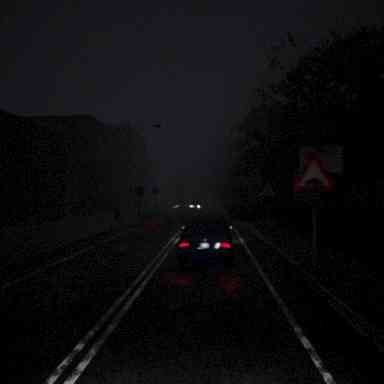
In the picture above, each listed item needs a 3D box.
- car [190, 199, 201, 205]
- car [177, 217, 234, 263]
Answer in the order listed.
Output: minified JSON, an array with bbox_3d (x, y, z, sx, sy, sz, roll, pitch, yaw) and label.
[{"bbox_3d":[0.708,1.967,66.483,1.895,1.301,4.718,0,-1,4],"label":"car"},{"bbox_3d":[0.539,1.620,12.251,2.033,1.411,5.357,0,0,4],"label":"car"}]
